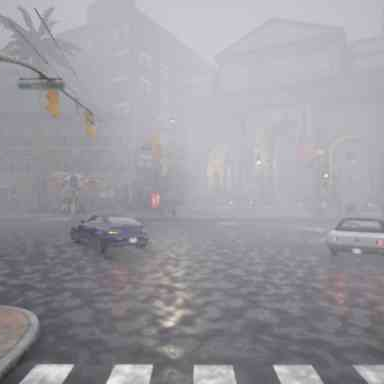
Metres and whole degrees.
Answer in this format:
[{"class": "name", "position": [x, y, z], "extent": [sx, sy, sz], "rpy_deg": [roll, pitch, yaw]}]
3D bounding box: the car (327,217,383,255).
[{"class": "car", "position": [6.561, 1.614, 12.609], "extent": [1.895, 1.301, 4.718], "rpy_deg": [0, 0, 33]}]

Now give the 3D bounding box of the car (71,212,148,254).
[{"class": "car", "position": [-3.450, 1.540, 13.653], "extent": [1.812, 1.442, 4.674], "rpy_deg": [1, -1, -36]}]
